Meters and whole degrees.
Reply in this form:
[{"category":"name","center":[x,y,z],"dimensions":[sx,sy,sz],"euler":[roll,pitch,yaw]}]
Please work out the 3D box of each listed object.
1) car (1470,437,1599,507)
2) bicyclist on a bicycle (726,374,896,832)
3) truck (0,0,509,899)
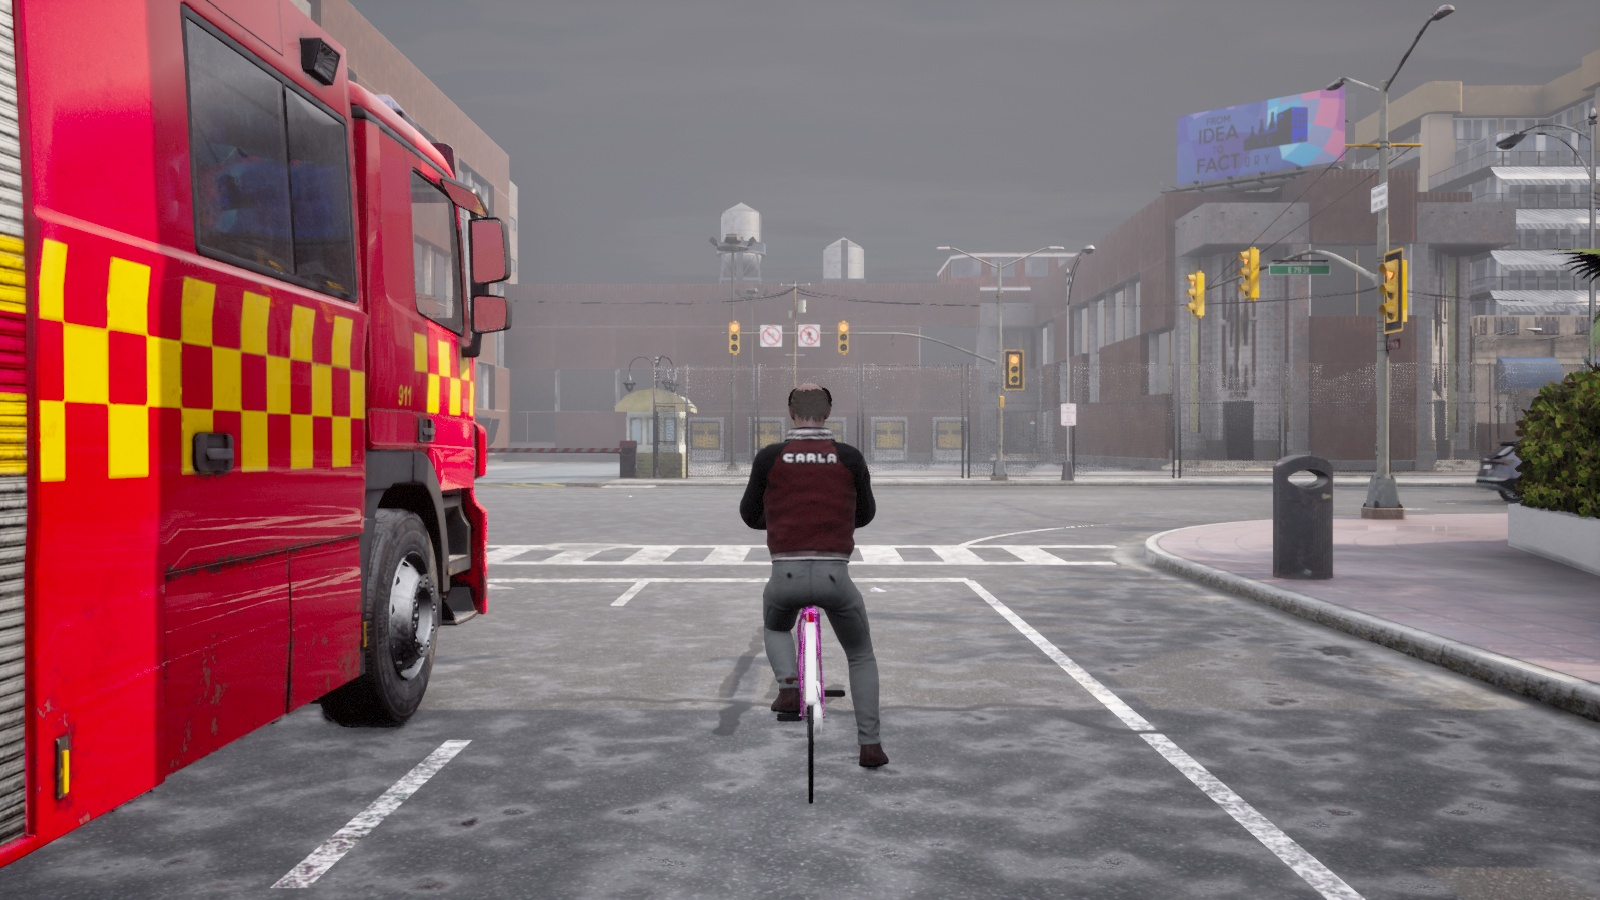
[{"category":"car","center":[19.267,0.520,30.554],"dimensions":[4.856,1.649,2.033],"euler":[0,0,11]},{"category":"bicyclist on a bicycle","center":[0.044,0.584,5.787],"dimensions":[0.659,1.776,1.843],"euler":[0,1,0]},{"category":"truck","center":[-3.466,-0.446,4.404],"dimensions":[2.891,3.827,8.468],"euler":[0,0,0]}]
